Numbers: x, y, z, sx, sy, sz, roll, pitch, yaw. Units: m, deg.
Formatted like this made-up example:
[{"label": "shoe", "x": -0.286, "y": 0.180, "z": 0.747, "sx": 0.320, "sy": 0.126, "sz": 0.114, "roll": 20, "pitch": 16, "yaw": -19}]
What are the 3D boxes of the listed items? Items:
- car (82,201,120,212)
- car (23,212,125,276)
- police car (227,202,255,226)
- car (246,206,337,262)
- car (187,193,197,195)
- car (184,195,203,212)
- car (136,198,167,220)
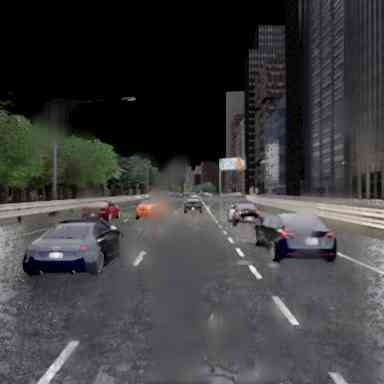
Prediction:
[{"label": "car", "x": -6.823, "y": 1.426, "z": 25.416, "sx": 1.882, "sy": 1.535, "sz": 5.008, "roll": 0, "pitch": 0, "yaw": 0}, {"label": "car", "x": -3.381, "y": 1.544, "z": 10.289, "sx": 1.994, "sy": 1.385, "sz": 4.181, "roll": 0, "pitch": 0, "yaw": 0}, {"label": "police car", "x": 3.563, "y": 1.458, "z": 23.010, "sx": 2.038, "sy": 1.542, "sz": 4.974, "roll": 0, "pitch": 0, "yaw": 0}, {"label": "car", "x": 3.519, "y": 1.480, "z": 12.068, "sx": 2.163, "sy": 1.488, "sz": 4.792, "roll": 0, "pitch": 0, "yaw": 0}, {"label": "car", "x": 0.405, "y": 1.360, "z": 56.449, "sx": 1.882, "sy": 1.535, "sz": 5.008, "roll": 0, "pitch": 0, "yaw": 1}, {"label": "car", "x": 0.146, "y": 1.429, "z": 36.792, "sx": 1.837, "sy": 1.490, "sz": 4.892, "roll": 0, "pitch": 0, "yaw": 0}, {"label": "car", "x": -3.306, "y": 1.295, "z": 27.879, "sx": 2.097, "sy": 1.767, "sz": 4.553, "roll": 0, "pitch": 0, "yaw": 0}]
